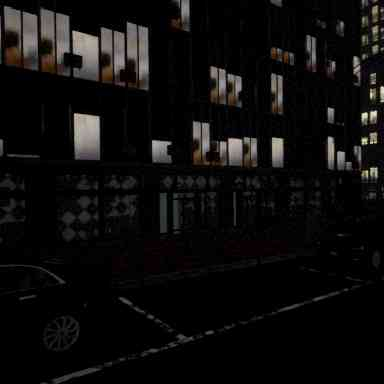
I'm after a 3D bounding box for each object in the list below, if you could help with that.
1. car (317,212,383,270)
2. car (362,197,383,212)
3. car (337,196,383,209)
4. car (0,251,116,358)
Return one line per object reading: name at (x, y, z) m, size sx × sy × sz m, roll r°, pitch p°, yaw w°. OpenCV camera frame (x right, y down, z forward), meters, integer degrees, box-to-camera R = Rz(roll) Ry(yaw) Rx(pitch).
car at (5.943, 1.542, 10.979) m, size 4.507 × 1.381 × 1.887 m, roll 0°, pitch -1°, yaw -36°
car at (18.028, 1.442, 34.331) m, size 1.994 × 1.385 × 4.181 m, roll -1°, pitch 1°, yaw -35°
car at (20.525, 1.275, 40.839) m, size 1.752 × 1.417 × 4.829 m, roll -1°, pitch 1°, yaw -35°
car at (-3.230, 1.551, 4.398) m, size 4.403 × 1.369 × 2.008 m, roll 0°, pitch -1°, yaw -36°
